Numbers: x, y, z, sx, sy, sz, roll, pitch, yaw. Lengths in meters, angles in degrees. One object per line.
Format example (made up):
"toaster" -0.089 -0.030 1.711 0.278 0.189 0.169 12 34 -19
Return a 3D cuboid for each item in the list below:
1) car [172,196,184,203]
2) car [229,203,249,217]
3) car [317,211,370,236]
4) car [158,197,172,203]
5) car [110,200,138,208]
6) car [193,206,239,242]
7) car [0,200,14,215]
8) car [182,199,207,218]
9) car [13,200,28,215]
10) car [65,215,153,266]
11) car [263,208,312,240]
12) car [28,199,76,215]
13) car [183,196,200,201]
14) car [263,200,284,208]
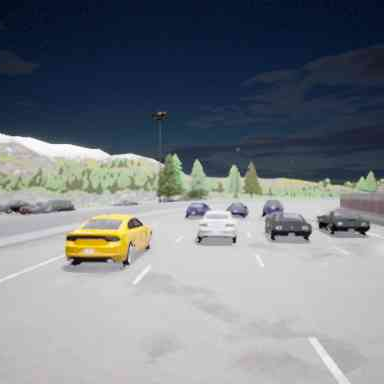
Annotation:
"car" -1.890 1.778 74.669 2.097 1.767 4.553 0 0 27
"car" 4.676 1.806 33.895 1.994 1.385 4.181 0 0 14
"car" 8.814 1.760 19.832 1.895 1.301 4.718 0 0 9
"car" -5.721 1.963 74.933 1.837 1.490 4.892 0 0 27
"car" -8.236 1.744 40.467 2.128 1.511 4.902 0 -1 16
"car" 1.354 1.645 16.931 1.812 1.442 4.674 0 0 7
"car" -19.930 1.690 37.231 2.128 1.511 4.902 0 -1 14
"car" 0.657 1.746 32.292 1.812 1.442 4.674 0 0 13
"car" -16.632 1.762 35.994 1.994 1.385 4.181 0 0 14
"car" -2.721 1.552 11.972 1.882 1.535 5.008 0 0 5
"car" 4.972 1.735 17.790 1.895 1.301 4.718 0 0 8
"car" -13.662 1.539 33.247 2.097 1.767 4.553 0 0 13
"car" 0.588 1.956 71.887 1.837 1.490 4.892 0 0 27
"car" 8.562 1.612 34.882 2.097 1.767 4.553 0 0 15
